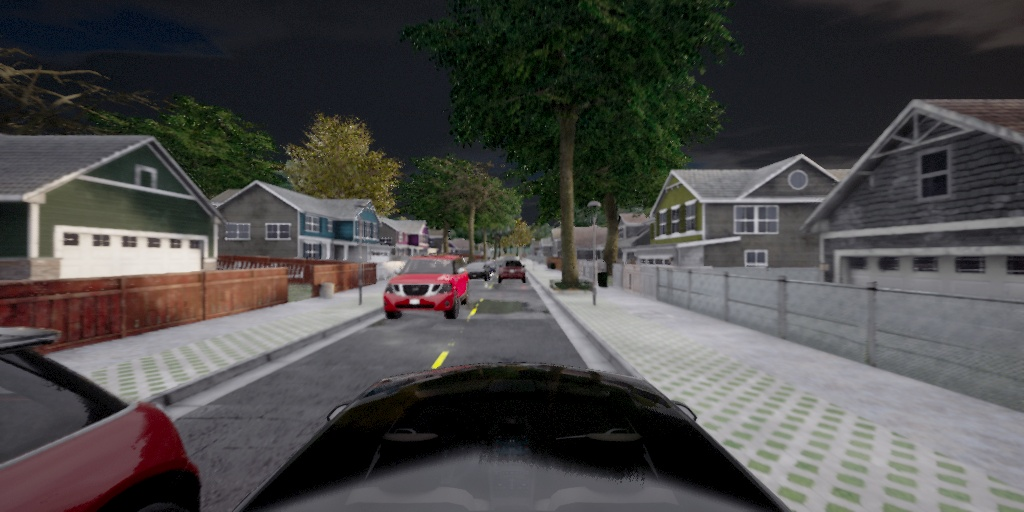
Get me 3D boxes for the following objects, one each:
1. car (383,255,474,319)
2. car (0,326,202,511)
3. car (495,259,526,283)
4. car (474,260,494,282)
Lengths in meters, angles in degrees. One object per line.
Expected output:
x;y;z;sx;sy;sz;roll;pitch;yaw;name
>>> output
-2.854;0.973;13.176;2.150;2.045;5.566;0;0;-1;car
-2.849;1.101;0.112;2.097;1.767;4.553;0;0;0;car
0.010;1.080;28.189;2.097;1.767;4.553;0;0;0;car
-2.775;1.204;29.036;1.882;1.535;5.008;0;0;0;car
